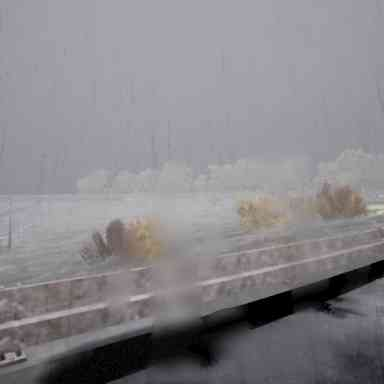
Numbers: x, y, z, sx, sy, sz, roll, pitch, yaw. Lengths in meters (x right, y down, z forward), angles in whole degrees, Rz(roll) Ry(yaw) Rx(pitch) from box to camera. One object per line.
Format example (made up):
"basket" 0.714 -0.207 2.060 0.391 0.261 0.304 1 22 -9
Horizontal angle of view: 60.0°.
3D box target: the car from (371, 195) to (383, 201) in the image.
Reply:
"car" 44.005 1.546 78.079 1.882 1.535 5.008 0 0 4
